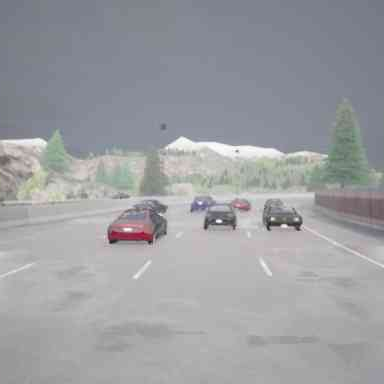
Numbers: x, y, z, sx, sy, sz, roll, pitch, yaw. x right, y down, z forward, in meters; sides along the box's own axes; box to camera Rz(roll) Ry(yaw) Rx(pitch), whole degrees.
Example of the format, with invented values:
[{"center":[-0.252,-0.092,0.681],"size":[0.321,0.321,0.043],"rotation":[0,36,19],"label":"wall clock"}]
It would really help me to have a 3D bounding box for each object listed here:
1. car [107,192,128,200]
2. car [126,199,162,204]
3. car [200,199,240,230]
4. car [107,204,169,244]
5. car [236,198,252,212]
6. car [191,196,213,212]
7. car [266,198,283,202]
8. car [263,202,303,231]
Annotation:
[{"center":[-11.563,0.861,52.803],"size":[1.837,1.490,4.892],"rotation":[0,0,20],"label":"car"},{"center":[-3.628,1.384,29.370],"size":[2.033,1.411,5.357],"rotation":[0,0,12],"label":"car"},{"center":[1.820,1.413,20.354],"size":[1.812,1.442,4.674],"rotation":[0,0,9],"label":"car"},{"center":[-2.373,1.478,15.431],"size":[1.994,1.385,4.181],"rotation":[0,0,6],"label":"car"},{"center":[5.343,1.363,36.227],"size":[1.994,1.385,4.181],"rotation":[0,0,16],"label":"car"},{"center":[1.354,1.160,34.905],"size":[2.097,1.767,4.553],"rotation":[0,1,15],"label":"car"},{"center":[9.007,1.363,36.344],"size":[1.994,1.385,4.181],"rotation":[0,0,16],"label":"car"},{"center":[5.281,1.490,19.933],"size":[1.895,1.301,4.718],"rotation":[0,0,9],"label":"car"}]
